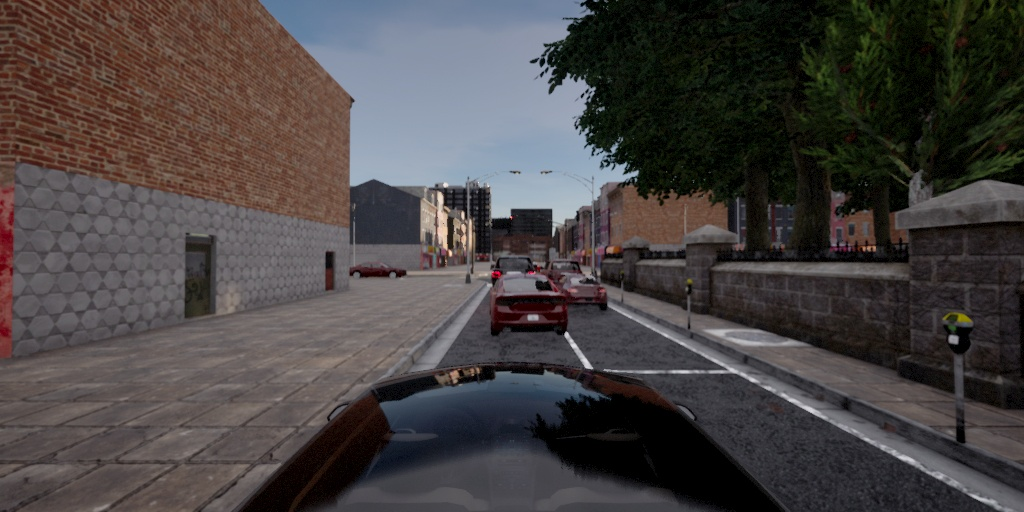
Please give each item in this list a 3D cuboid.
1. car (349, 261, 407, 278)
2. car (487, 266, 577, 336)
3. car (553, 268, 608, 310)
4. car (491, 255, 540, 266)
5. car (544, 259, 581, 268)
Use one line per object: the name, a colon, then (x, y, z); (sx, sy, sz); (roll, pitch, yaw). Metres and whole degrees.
car: (-11.787, 1.238, 31.484); (5.008, 1.535, 1.882); (0, -1, -1)
car: (0.296, 1.236, 10.520); (1.882, 1.535, 5.008); (0, 0, -4)
car: (2.656, 1.345, 14.447); (1.802, 1.307, 4.207); (0, 0, 0)
car: (0.106, 0.991, 18.205); (2.150, 2.045, 5.566); (0, 0, 0)
car: (2.664, 1.087, 19.896); (2.192, 1.841, 5.009); (0, 0, 0)
